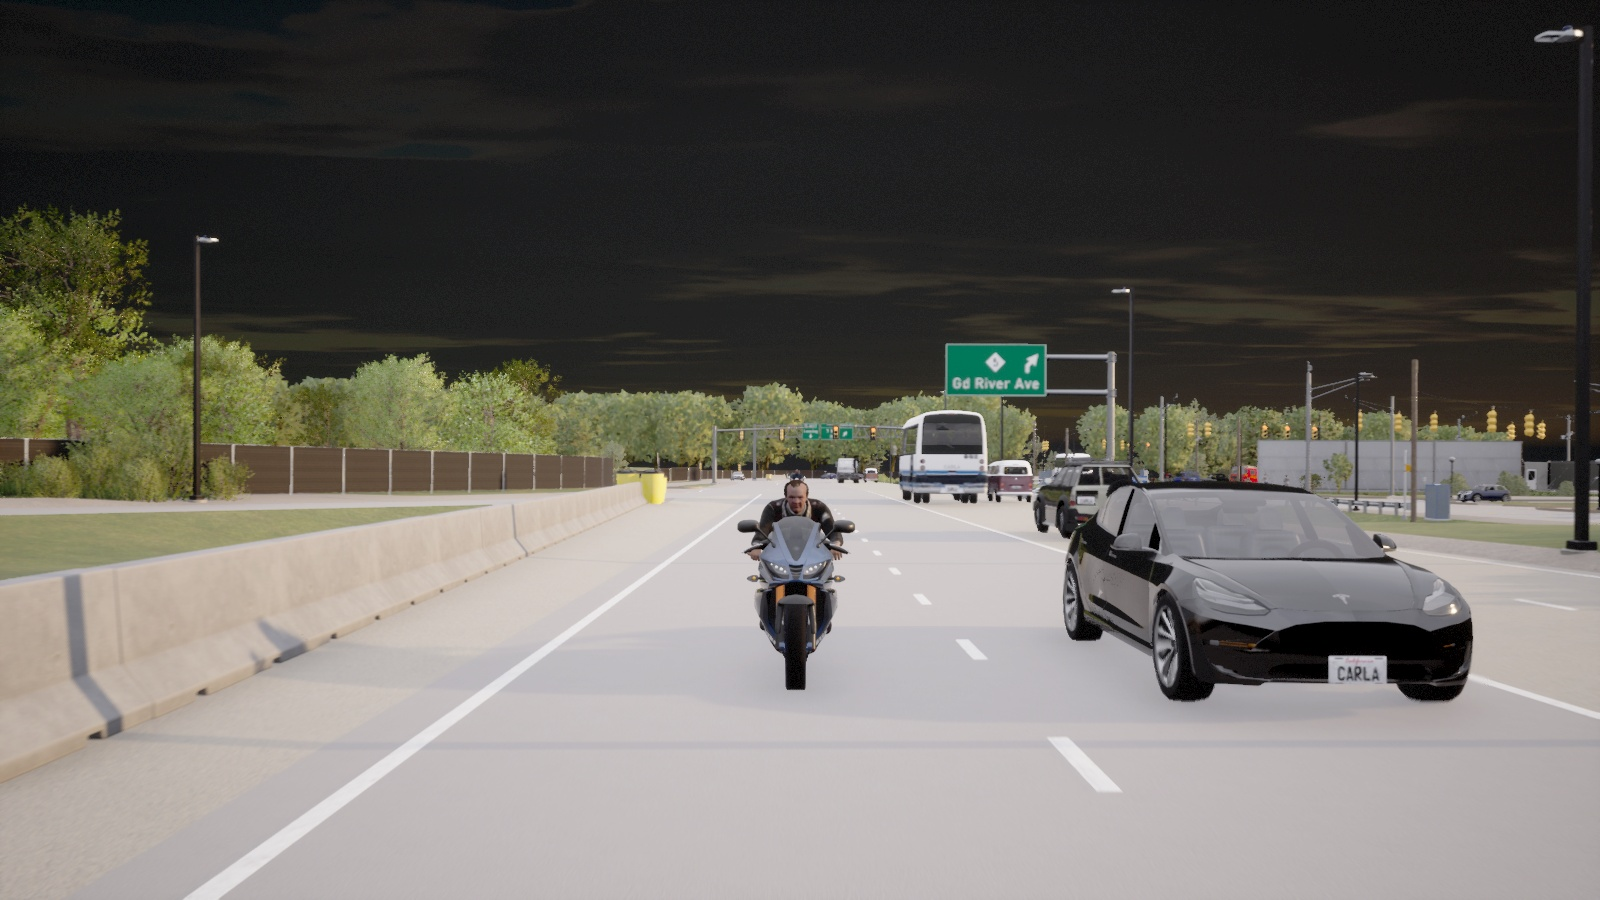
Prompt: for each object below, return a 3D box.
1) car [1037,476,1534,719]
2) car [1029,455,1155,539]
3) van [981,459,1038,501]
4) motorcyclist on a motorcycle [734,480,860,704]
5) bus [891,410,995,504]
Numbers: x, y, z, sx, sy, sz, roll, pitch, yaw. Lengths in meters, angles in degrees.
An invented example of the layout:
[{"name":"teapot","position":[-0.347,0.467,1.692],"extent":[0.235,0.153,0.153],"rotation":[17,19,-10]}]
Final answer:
[{"name":"car","position":[3.477,0.967,10.223],"extent":[2.163,1.488,4.792],"rotation":[0,-1,0]},{"name":"car","position":[6.929,1.085,30.277],"extent":[1.932,1.855,4.605],"rotation":[0,-1,0]},{"name":"van","position":[10.353,1.467,62.349],"extent":[2.069,2.038,4.480],"rotation":[0,-1,0]},{"name":"motorcyclist on a motorcycle","position":[-0.023,1.010,9.801],"extent":[0.866,1.530,2.191],"rotation":[0,-1,0]},{"name":"bus","position":[6.849,0.379,62.136],"extent":[3.944,4.253,10.273],"rotation":[0,-1,0]}]
